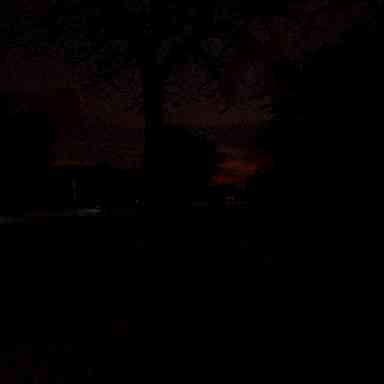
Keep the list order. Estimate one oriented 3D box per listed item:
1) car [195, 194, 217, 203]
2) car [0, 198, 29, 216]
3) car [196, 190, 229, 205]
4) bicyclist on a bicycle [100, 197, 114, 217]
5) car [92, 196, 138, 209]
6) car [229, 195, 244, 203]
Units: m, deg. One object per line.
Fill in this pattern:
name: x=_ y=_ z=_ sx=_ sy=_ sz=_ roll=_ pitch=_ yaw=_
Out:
car: x=2.329 y=1.031 z=54.846 sx=1.812 sy=1.442 sz=4.674 roll=2 pitch=0 yaw=27
car: x=-15.544 y=1.263 z=26.672 sx=1.812 sy=1.442 sz=4.674 roll=2 pitch=2 yaw=37
car: x=3.067 y=0.780 z=49.673 sx=2.150 sy=2.045 sz=5.566 roll=2 pitch=1 yaw=28
bicyclist on a bicycle: x=-7.010 y=1.246 z=27.340 sx=1.656 sy=1.620 sz=0.582 roll=0 pitch=0 yaw=36
car: x=-8.332 y=1.128 z=36.677 sx=2.033 sy=1.411 sz=5.357 roll=2 pitch=2 yaw=34
car: x=7.671 y=1.177 z=59.035 sx=2.033 sy=1.411 sz=5.357 roll=1 pitch=0 yaw=23
